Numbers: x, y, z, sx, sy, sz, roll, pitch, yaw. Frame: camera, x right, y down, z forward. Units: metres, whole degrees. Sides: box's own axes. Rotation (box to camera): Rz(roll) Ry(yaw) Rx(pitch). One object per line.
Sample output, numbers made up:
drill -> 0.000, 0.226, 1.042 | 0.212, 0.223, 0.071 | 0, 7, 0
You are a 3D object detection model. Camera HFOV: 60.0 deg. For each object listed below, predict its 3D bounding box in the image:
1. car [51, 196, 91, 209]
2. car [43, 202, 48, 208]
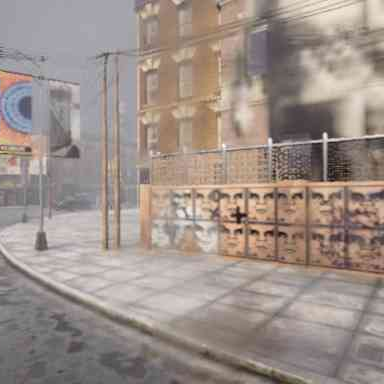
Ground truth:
car -> -18.675, 1.579, 52.534 | 2.150, 2.045, 5.566 | -1, -1, 33
car -> -21.852, 1.927, 54.003 | 2.033, 1.411, 5.357 | 0, 0, 32
